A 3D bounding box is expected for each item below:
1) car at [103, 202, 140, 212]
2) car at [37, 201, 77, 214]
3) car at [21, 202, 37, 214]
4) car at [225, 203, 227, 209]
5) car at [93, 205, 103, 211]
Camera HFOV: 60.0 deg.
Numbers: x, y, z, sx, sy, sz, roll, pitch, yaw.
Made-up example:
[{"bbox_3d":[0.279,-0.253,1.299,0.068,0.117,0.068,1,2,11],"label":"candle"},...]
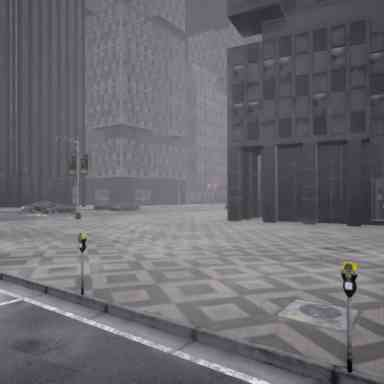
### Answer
[{"bbox_3d":[-10.337,2.249,50.572,2.033,1.411,5.357,0,-1,36],"label":"car"},{"bbox_3d":[-16.654,2.059,41.796,1.994,1.385,4.181,0,-1,35],"label":"car"},{"bbox_3d":[-19.614,1.983,43.228,2.128,1.511,4.902,0,-1,36],"label":"car"},{"bbox_3d":[8.264,2.469,65.004,2.097,1.767,4.553,0,-1,35],"label":"car"},{"bbox_3d":[-13.148,2.303,52.227,1.895,1.301,4.718,0,-1,36],"label":"car"}]
